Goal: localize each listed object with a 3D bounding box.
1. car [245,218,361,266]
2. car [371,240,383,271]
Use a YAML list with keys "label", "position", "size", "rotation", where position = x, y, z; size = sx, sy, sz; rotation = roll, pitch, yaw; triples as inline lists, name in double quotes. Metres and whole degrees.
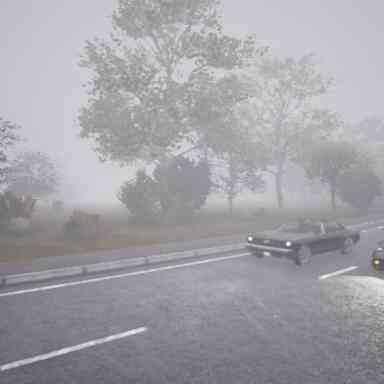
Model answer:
- label: "car"
  position: [4.020, 1.611, 11.750]
  size: [4.718, 1.301, 1.895]
  rotation: [0, 0, -40]
- label: "car"
  position: [6.925, 1.567, 9.660]
  size: [4.181, 1.385, 1.994]
  rotation: [0, 0, -41]
